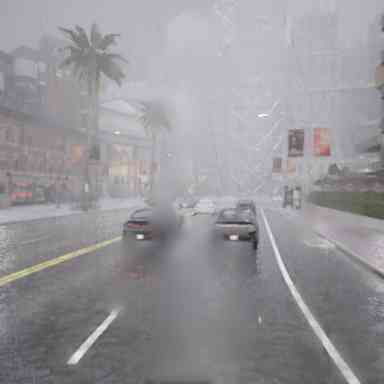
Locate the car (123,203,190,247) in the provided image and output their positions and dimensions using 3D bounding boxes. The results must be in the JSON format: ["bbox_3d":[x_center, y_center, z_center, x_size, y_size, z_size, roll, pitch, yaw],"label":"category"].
[{"bbox_3d":[-1.549,1.444,14.879,1.837,1.490,4.892,0,0,10],"label":"car"}]

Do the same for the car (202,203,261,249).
[{"bbox_3d":[1.927,1.451,14.482,2.128,1.511,4.902,0,0,10],"label":"car"}]

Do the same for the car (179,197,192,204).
[{"bbox_3d":[-0.365,1.362,40.974,2.128,1.511,4.902,0,0,11],"label":"car"}]

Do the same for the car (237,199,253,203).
[{"bbox_3d":[4.981,1.423,31.017,1.837,1.490,4.892,0,0,11],"label":"car"}]

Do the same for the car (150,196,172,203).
[{"bbox_3d":[-3.806,1.332,41.611,1.882,1.535,5.008,0,0,11],"label":"car"}]

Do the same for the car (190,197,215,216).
[{"bbox_3d":[1.347,1.428,30.631,1.812,1.442,4.674,0,0,11],"label":"car"}]
